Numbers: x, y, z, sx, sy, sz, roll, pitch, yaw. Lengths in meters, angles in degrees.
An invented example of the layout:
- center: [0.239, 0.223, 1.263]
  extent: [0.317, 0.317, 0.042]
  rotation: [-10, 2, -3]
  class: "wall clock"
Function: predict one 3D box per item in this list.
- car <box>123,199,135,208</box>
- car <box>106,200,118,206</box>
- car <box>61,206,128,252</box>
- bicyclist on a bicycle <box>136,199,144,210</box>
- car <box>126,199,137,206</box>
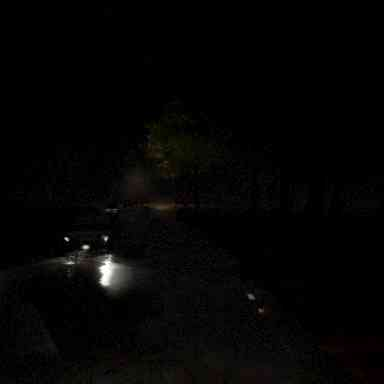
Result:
- center: [-12.049, 2.248, 63.180]
  extent: [1.994, 1.385, 4.181]
  rotation: [0, -1, -10]
  class: "car"
- center: [-13.554, 2.115, 56.361]
  extent: [2.033, 1.411, 5.357]
  rotation: [0, -1, -14]
  class: "car"
- center: [-4.046, 1.580, 14.417]
  extent: [2.033, 1.411, 5.357]
  rotation: [0, 0, -6]
  class: "car"
- center: [-6.983, 1.731, 46.768]
  extent: [0.866, 1.612, 1.509]
  rotation: [1, -1, -15]
  class: "bicyclist on a bicycle"
- center: [-13.841, 2.451, 76.084]
  extent: [1.837, 1.490, 4.892]
  rotation: [0, -1, -2]
  class: "car"
